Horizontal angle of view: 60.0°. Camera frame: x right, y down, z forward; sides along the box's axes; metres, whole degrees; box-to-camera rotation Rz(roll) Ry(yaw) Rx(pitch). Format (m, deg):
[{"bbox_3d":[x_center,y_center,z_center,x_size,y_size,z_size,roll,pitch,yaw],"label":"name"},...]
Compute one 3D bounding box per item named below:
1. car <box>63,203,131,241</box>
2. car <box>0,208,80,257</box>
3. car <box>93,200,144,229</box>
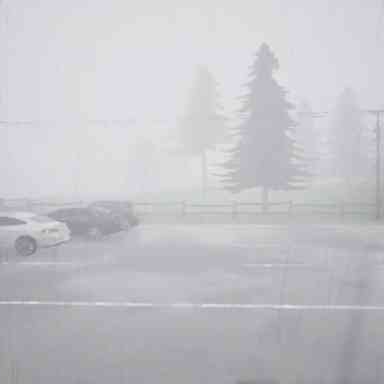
[{"bbox_3d":[-5.610,1.418,15.619,4.892,1.490,1.837,0,0,3],"label":"car"},{"bbox_3d":[-6.854,1.467,12.165,4.674,1.442,1.812,0,0,3],"label":"car"},{"bbox_3d":[-5.129,1.240,19.097,4.553,1.767,2.097,0,0,3],"label":"car"}]
